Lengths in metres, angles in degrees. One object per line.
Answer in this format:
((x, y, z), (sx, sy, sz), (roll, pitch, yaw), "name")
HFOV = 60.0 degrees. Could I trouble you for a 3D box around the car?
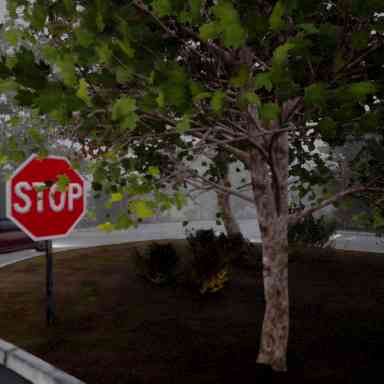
((-7.294, 1.664, 12.592), (1.994, 1.385, 4.181), (0, -2, 16), "car")
